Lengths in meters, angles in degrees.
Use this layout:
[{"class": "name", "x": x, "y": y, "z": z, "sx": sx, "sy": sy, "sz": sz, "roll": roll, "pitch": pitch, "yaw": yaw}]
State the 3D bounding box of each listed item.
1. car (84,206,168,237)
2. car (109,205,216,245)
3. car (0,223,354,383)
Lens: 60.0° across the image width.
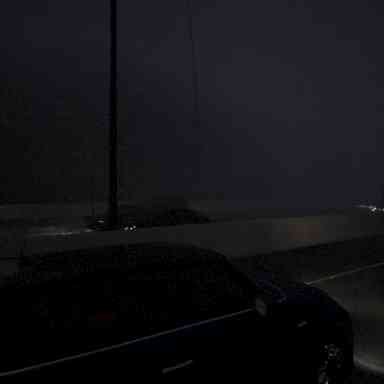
[{"class": "car", "x": -3.637, "y": 1.539, "z": 18.701, "sx": 4.181, "sy": 1.385, "sz": 1.994, "roll": 0, "pitch": 0, "yaw": -36}, {"class": "car", "x": -1.315, "y": 1.484, "z": 16.063, "sx": 4.892, "sy": 1.490, "sz": 1.837, "roll": 0, "pitch": 0, "yaw": -36}, {"class": "car", "x": -0.252, "y": 1.347, "z": 3.572, "sx": 4.553, "sy": 1.767, "sz": 2.097, "roll": 0, "pitch": 0, "yaw": -36}]
